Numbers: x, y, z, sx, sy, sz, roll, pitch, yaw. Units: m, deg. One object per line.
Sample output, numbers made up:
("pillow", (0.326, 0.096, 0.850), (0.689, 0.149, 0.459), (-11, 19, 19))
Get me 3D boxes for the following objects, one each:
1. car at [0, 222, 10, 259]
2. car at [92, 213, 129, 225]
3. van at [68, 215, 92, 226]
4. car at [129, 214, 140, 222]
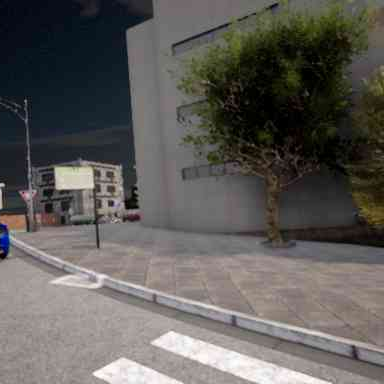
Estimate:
("car", (-7.546, 1.353, 11.061), (1.882, 1.535, 5.008), (-2, 0, -41))
("car", (-11.562, 4.129, 47.484), (1.895, 1.301, 4.718), (-6, -6, 25))
("van", (-17.675, 4.760, 52.993), (4.442, 1.987, 1.878), (-6, -7, 24))
("car", (-11.384, 4.893, 55.394), (2.128, 1.511, 4.902), (-6, -7, 24))
